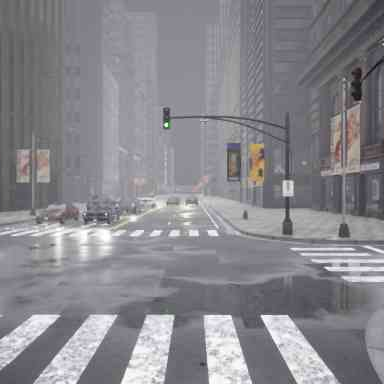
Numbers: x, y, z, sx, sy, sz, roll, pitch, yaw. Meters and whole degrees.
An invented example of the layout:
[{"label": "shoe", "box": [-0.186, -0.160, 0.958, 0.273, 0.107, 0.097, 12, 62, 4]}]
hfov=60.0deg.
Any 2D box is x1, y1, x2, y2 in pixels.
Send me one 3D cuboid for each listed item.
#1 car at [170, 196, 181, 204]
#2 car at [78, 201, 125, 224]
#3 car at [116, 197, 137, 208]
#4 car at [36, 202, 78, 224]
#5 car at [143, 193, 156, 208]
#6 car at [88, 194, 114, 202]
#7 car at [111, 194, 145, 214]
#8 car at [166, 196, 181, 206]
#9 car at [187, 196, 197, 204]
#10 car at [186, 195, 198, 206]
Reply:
[{"label": "car", "box": [-3.250, 1.492, 66.294, 1.837, 1.490, 4.892, 0, 0, 0]}, {"label": "car", "box": [-6.590, 1.601, 24.777, 1.895, 1.301, 4.718, 0, 0, 0]}, {"label": "car", "box": [-9.827, 1.486, 50.052, 2.128, 1.511, 4.902, 0, 0, 0]}, {"label": "car", "box": [-9.845, 1.526, 24.792, 1.812, 1.442, 4.674, 0, 0, 0]}, {"label": "car", "box": [-6.590, 1.217, 48.987, 2.150, 2.045, 5.566, 0, 0, 0]}, {"label": "car", "box": [-9.846, 1.221, 36.589, 2.150, 2.045, 5.566, 0, 0, 0]}, {"label": "car", "box": [-6.595, 1.351, 34.779, 2.097, 1.767, 4.553, 0, 0, 0]}, {"label": "car", "box": [-3.250, 1.556, 56.288, 1.994, 1.385, 4.181, 0, 0, 0]}, {"label": "car", "box": [0.000, 1.492, 66.294, 1.837, 1.490, 4.892, 0, 0, 0]}, {"label": "car", "box": [0.000, 1.344, 56.258, 2.097, 1.767, 4.553, 0, 0, 0]}]
